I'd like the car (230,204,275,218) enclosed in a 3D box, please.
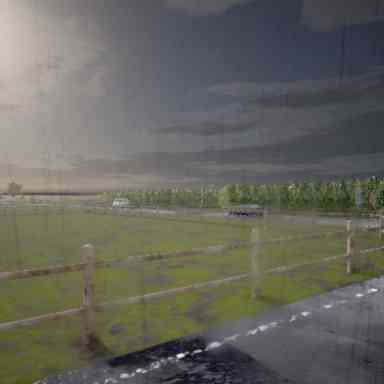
[{"bbox_3d":[6.269,1.976,35.405,2.033,1.411,5.357,1,-2,-35],"label":"car"}]

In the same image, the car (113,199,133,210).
[{"bbox_3d":[-13.099,2.304,63.047,2.150,2.045,5.566,1,-1,-35],"label":"car"}]
